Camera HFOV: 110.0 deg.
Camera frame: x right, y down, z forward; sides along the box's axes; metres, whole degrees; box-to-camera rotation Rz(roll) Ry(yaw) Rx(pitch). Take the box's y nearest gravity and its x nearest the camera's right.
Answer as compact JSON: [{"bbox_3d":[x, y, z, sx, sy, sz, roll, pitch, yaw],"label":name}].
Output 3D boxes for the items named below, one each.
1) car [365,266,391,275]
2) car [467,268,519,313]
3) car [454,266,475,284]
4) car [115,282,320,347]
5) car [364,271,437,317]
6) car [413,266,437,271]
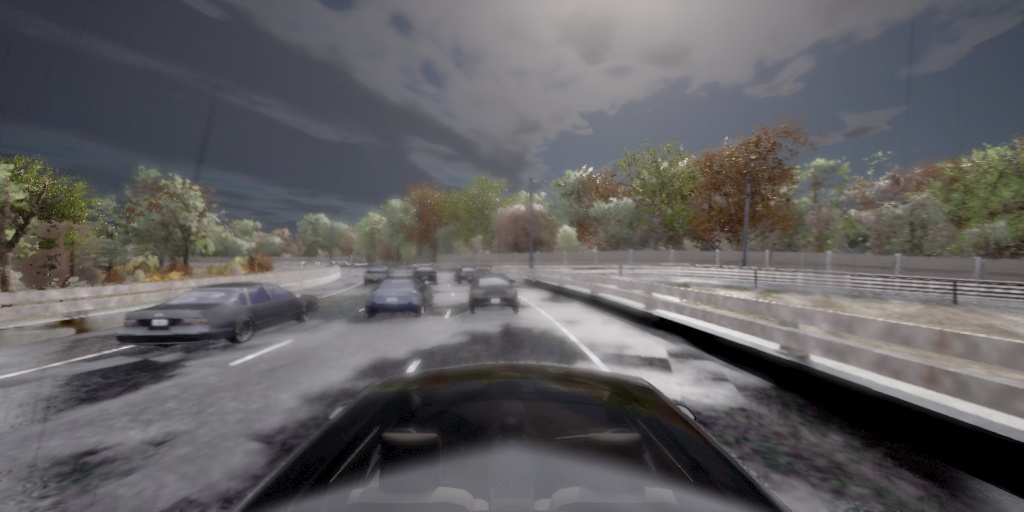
[{"bbox_3d":[-10.484,1.568,28.487,2.128,1.511,4.902,0,0,-14],"label":"car"},{"bbox_3d":[-0.815,1.406,14.681,1.812,1.442,4.674,0,-1,-6],"label":"car"},{"bbox_3d":[-3.829,1.580,30.714,1.812,1.442,4.674,0,-1,-14],"label":"car"},{"bbox_3d":[-7.329,1.423,9.801,2.033,1.411,5.357,0,-1,-4],"label":"car"},{"bbox_3d":[-4.260,1.460,14.070,1.994,1.385,4.181,0,-1,-6],"label":"car"},{"bbox_3d":[-7.401,1.554,30.589,1.882,1.535,5.008,0,-1,-14],"label":"car"}]
